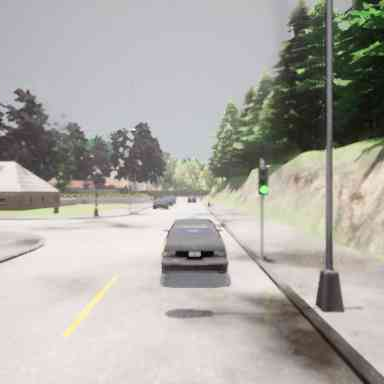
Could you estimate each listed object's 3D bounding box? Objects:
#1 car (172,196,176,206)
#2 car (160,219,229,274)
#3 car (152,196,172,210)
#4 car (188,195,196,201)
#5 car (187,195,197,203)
[{"bbox_3d":[-4.063,1.503,54.319,1.882,1.535,5.008,0,0,1],"label":"car"},{"bbox_3d":[0.033,1.552,10.574,2.033,1.411,5.357,0,0,-1],"label":"car"},{"bbox_3d":[-4.094,1.585,44.315,1.994,1.385,4.181,0,0,0],"label":"car"},{"bbox_3d":[0.003,1.446,79.312,1.812,1.442,4.674,0,0,0],"label":"car"},{"bbox_3d":[0.003,1.539,68.952,2.128,1.511,4.902,0,0,0],"label":"car"}]
